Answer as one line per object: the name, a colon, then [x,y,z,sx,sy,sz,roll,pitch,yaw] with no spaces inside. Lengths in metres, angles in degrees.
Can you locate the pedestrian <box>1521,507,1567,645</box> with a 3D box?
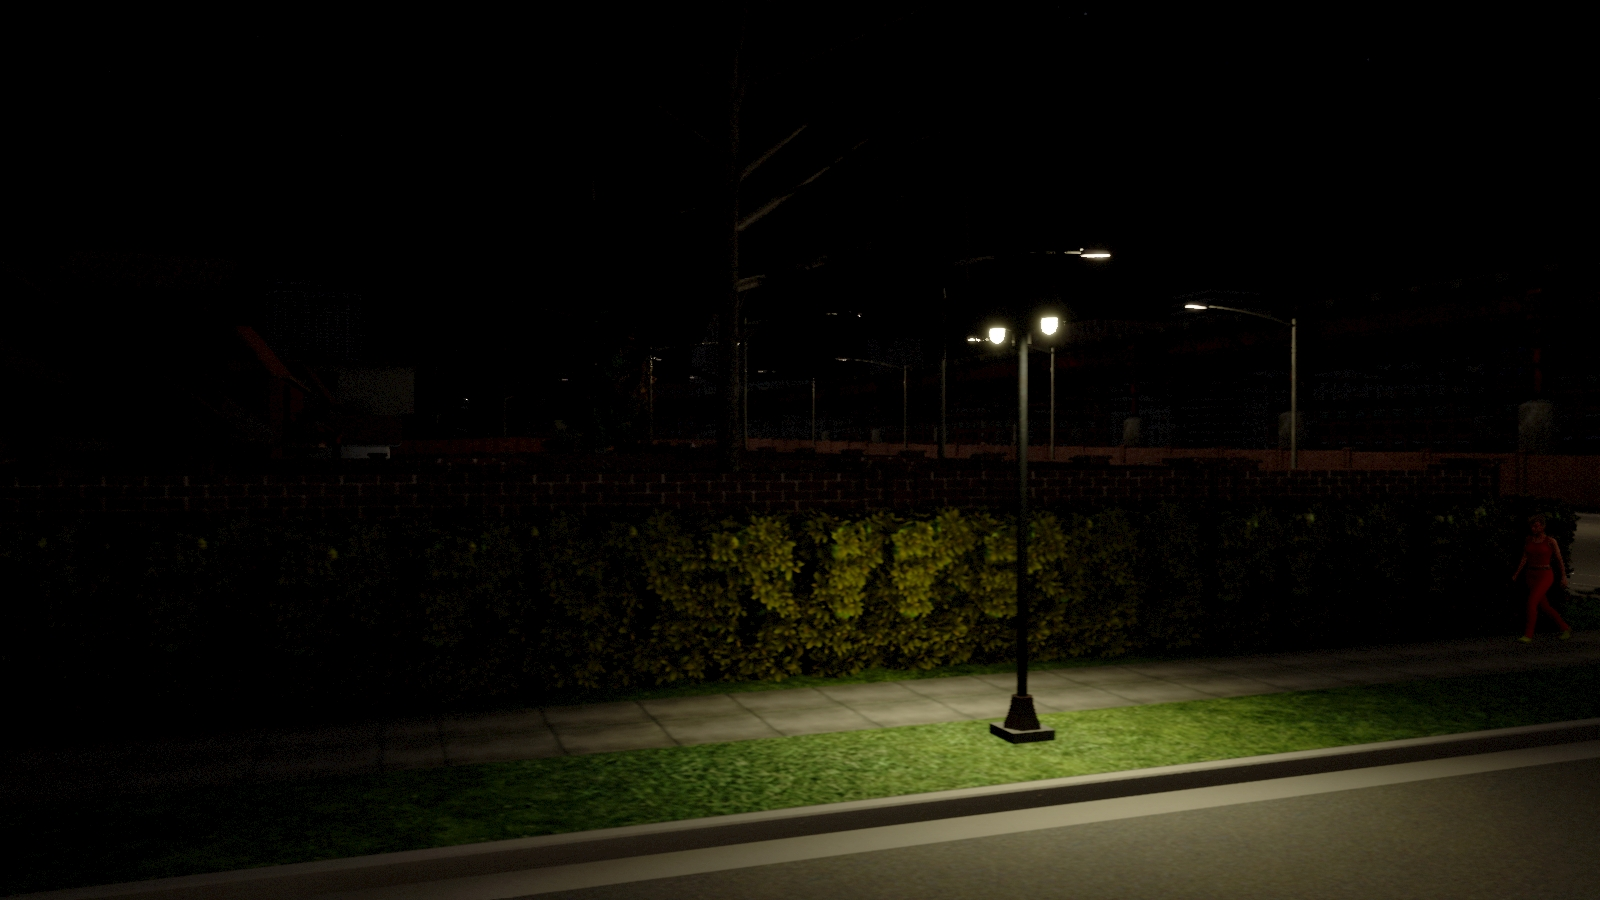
pedestrian: [10.293,1.727,15.810,0.375,1.860,0.375,0,0,-20]
